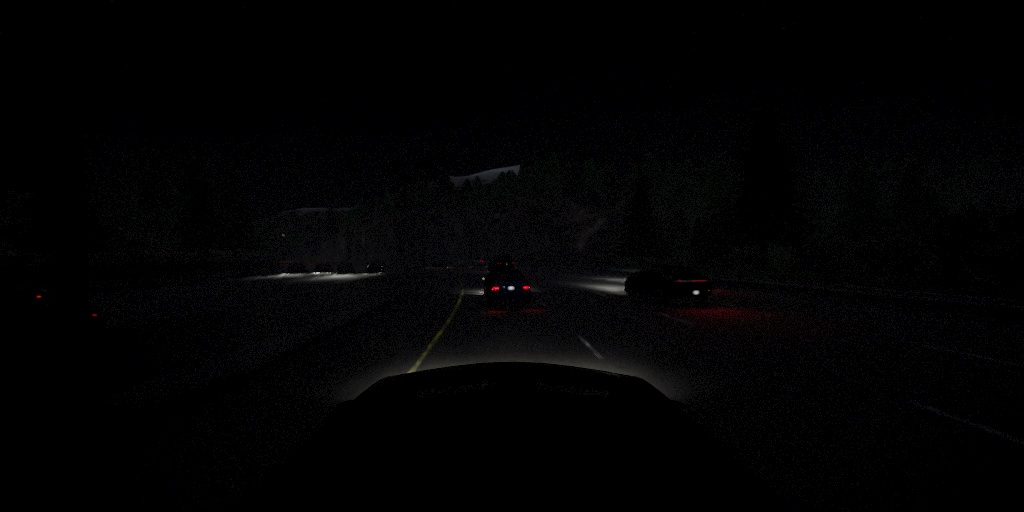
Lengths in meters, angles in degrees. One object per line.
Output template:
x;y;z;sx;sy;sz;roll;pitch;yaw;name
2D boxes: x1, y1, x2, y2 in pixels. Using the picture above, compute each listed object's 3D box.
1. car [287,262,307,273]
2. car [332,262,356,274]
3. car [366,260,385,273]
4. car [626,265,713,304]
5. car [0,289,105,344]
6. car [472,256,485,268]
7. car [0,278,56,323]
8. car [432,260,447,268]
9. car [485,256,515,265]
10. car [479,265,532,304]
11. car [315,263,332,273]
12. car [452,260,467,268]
-30.442;1.638;50.926;2.128;1.511;4.902;-1;0;-21;car
-21.375;1.518;46.388;2.128;1.511;4.902;-1;0;-18;car
-18.079;1.336;47.600;2.097;1.767;4.553;-1;0;-18;car
6.622;1.154;15.723;2.128;1.511;4.902;-1;0;-5;car
-10.677;1.437;6.158;2.033;1.411;5.357;-1;0;-1;car
-5.508;1.039;64.450;2.150;2.045;5.566;0;0;-24;car
-17.884;1.531;10.646;2.033;1.411;5.357;-1;0;-4;car
-12.975;1.442;63.805;1.812;1.442;4.674;0;0;-24;car
-1.236;0.985;41.403;2.150;2.045;5.566;0;0;-15;car
-0.322;1.301;16.335;2.033;1.411;5.357;-1;0;-7;car
-26.823;1.662;51.254;1.994;1.385;4.181;-1;0;-20;car
-9.337;1.394;64.204;1.812;1.442;4.674;0;0;-24;car
